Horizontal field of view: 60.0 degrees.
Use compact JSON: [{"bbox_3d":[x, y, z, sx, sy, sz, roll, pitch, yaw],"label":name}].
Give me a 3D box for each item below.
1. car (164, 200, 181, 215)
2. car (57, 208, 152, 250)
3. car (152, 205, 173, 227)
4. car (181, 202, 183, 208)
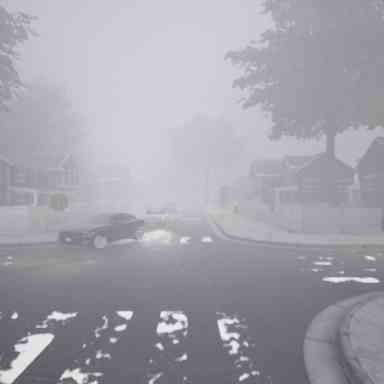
[{"bbox_3d":[-2.726,1.966,41.055,1.837,1.490,4.892,0,-1,0],"label":"car"},{"bbox_3d":[-4.021,1.653,15.578,1.882,1.535,5.008,0,-1,21],"label":"car"},{"bbox_3d":[-2.733,1.885,25.133,1.895,1.301,4.718,0,-1,0],"label":"car"},{"bbox_3d":[-2.710,2.255,61.793,1.994,1.385,4.181,0,-1,0],"label":"car"}]
